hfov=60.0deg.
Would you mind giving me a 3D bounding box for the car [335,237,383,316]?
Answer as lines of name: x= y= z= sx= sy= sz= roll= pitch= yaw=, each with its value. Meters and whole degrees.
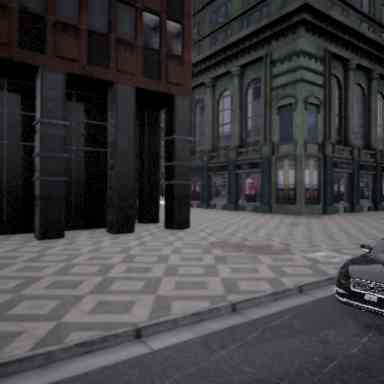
car: x=4.919 y=1.503 z=6.848 sx=4.892 sy=1.490 sz=1.837 roll=1 pitch=0 yaw=-35
